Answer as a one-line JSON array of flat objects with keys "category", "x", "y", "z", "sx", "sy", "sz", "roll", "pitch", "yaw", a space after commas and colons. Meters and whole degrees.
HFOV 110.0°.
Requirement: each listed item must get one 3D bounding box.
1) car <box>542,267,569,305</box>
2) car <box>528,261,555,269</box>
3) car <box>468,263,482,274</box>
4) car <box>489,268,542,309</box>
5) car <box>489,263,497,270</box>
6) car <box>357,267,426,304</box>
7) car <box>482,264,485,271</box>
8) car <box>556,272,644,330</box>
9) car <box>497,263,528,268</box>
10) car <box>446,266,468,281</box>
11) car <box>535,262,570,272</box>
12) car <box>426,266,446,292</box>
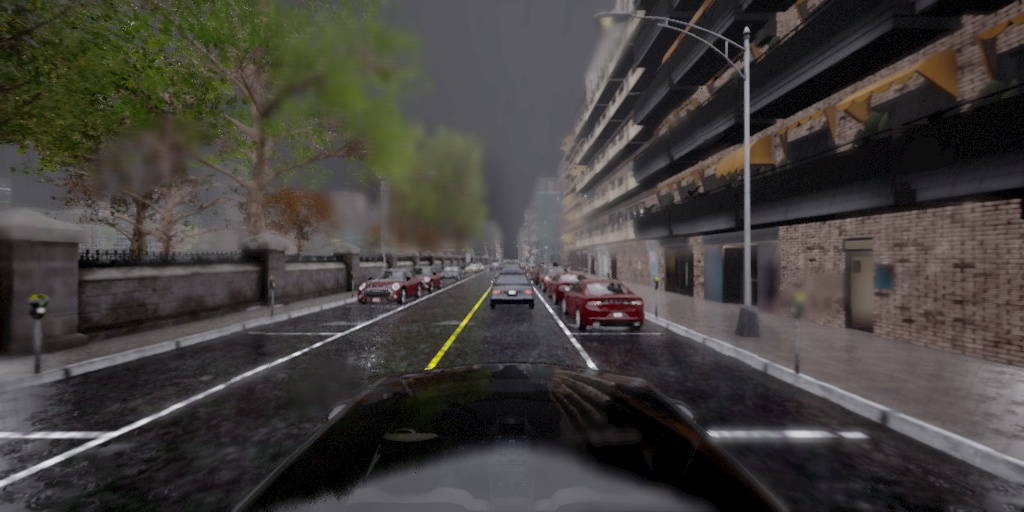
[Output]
[{"category": "car", "x": 2.699, "y": 1.440, "z": 16.984, "sx": 1.888, "sy": 1.381, "sz": 4.507, "roll": 0, "pitch": 0, "yaw": 0}, {"category": "car", "x": 2.705, "y": 1.319, "z": 28.242, "sx": 2.192, "sy": 1.841, "sz": 5.009, "roll": 0, "pitch": 0, "yaw": 0}, {"category": "car", "x": -5.663, "y": 1.753, "z": 50.596, "sx": 1.751, "sy": 1.417, "sz": 4.829, "roll": 0, "pitch": 0, "yaw": 0}, {"category": "car", "x": 0.009, "y": 1.431, "z": 15.837, "sx": 2.033, "sy": 1.411, "sz": 5.357, "roll": 0, "pitch": -1, "yaw": 0}, {"category": "car", "x": -3.015, "y": 1.895, "z": 64.328, "sx": 1.812, "sy": 1.442, "sz": 4.674, "roll": 0, "pitch": -1, "yaw": 1}, {"category": "car", "x": -5.681, "y": 1.334, "z": 16.988, "sx": 1.967, "sy": 1.591, "sz": 4.097, "roll": 0, "pitch": 0, "yaw": 0}, {"category": "car", "x": -5.659, "y": 1.836, "z": 56.396, "sx": 2.007, "sy": 1.370, "sz": 4.403, "roll": 0, "pitch": 0, "yaw": 0}, {"category": "car", "x": 2.697, "y": 1.386, "z": 11.353, "sx": 1.888, "sy": 1.381, "sz": 4.507, "roll": 0, "pitch": 0, "yaw": 0}, {"category": "car", "x": 0.019, "y": 1.380, "z": 30.921, "sx": 2.097, "sy": 1.767, "sz": 4.553, "roll": 0, "pitch": -1, "yaw": 0}, {"category": "car", "x": -5.672, "y": 1.609, "z": 33.877, "sx": 2.007, "sy": 1.370, "sz": 4.403, "roll": 0, "pitch": 0, "yaw": 0}, {"category": "car", "x": 2.703, "y": 1.389, "z": 22.612, "sx": 1.967, "sy": 1.591, "sz": 4.097, "roll": 0, "pitch": 0, "yaw": 0}, {"category": "car", "x": -5.678, "y": 1.389, "z": 22.616, "sx": 1.967, "sy": 1.591, "sz": 4.097, "roll": 0, "pitch": 0, "yaw": 0}]
